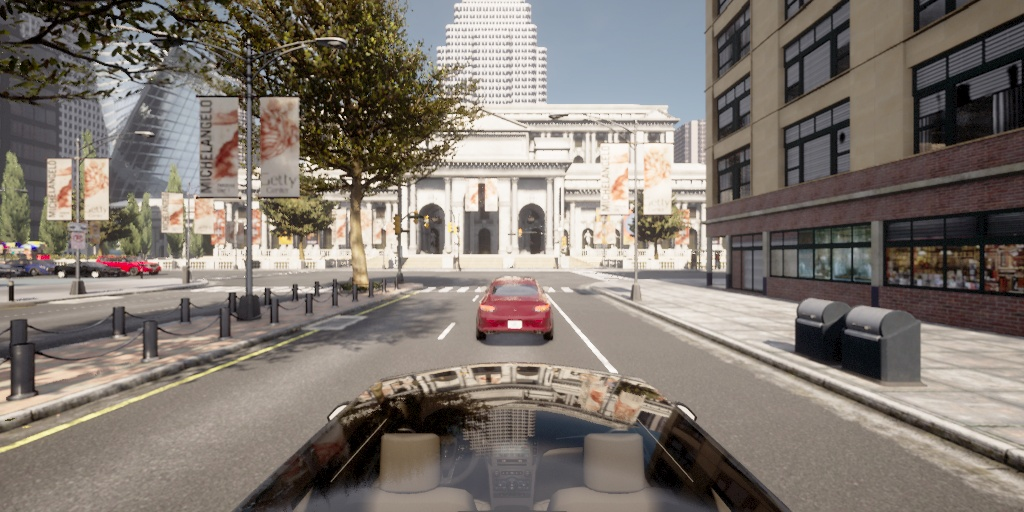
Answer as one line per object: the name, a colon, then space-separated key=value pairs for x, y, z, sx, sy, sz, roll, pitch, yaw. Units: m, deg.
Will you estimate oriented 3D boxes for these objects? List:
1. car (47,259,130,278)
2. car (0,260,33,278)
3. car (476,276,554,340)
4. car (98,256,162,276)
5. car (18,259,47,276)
car: x=-39.323 y=1.247 z=33.361 sx=5.008 sy=1.535 sz=1.882 roll=0 pitch=0 yaw=0
car: x=-48.326 y=1.295 z=33.329 sx=4.674 sy=1.442 sz=1.812 roll=0 pitch=0 yaw=-1
car: x=0.078 y=1.281 z=9.882 sx=1.812 sy=1.442 sz=4.674 roll=0 pitch=0 yaw=0
car: x=-39.513 y=0.993 z=36.863 sx=5.566 sy=2.045 sz=2.150 roll=0 pitch=0 yaw=0
car: x=-49.132 y=1.123 z=36.802 sx=4.553 sy=1.767 sz=2.097 roll=0 pitch=0 yaw=-1
